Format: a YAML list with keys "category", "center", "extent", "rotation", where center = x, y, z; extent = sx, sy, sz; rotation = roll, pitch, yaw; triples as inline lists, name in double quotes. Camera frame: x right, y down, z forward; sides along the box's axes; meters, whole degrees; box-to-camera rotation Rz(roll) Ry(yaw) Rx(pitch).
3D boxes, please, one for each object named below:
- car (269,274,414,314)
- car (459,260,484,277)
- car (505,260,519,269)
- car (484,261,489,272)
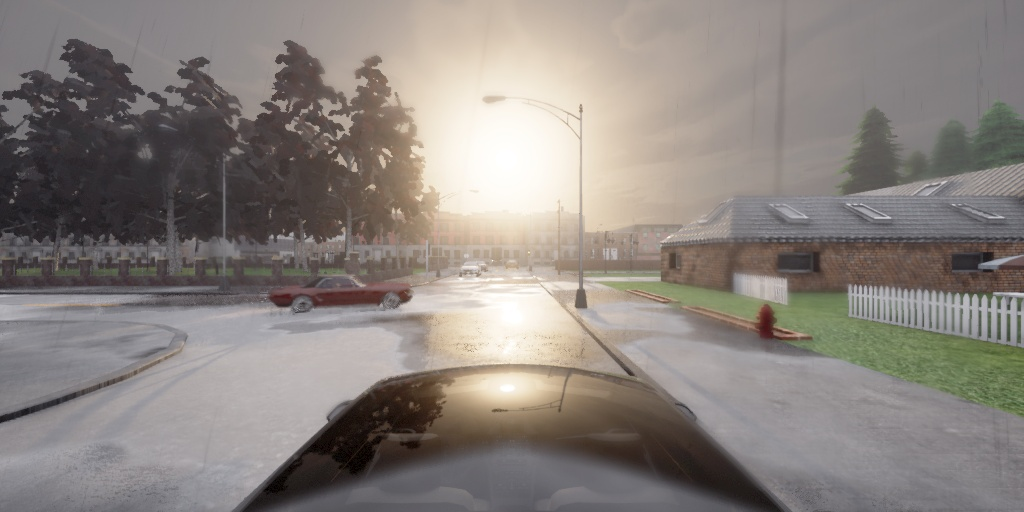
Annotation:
- category: "car"
  center: [-6.156, 1.351, 13.545]
  extent: [4.718, 1.301, 1.895]
  rotation: [0, 0, -17]
- category: "car"
  center: [-4.079, 1.276, 35.663]
  extent: [1.812, 1.442, 4.674]
  rotation: [0, 0, 0]
- category: "car"
  center: [-0.014, 1.276, 55.543]
  extent: [1.812, 1.442, 4.674]
  rotation: [0, 0, -2]
- category: "car"
  center: [-4.049, 1.276, 45.463]
  extent: [1.812, 1.442, 4.674]
  rotation: [0, 0, 0]
